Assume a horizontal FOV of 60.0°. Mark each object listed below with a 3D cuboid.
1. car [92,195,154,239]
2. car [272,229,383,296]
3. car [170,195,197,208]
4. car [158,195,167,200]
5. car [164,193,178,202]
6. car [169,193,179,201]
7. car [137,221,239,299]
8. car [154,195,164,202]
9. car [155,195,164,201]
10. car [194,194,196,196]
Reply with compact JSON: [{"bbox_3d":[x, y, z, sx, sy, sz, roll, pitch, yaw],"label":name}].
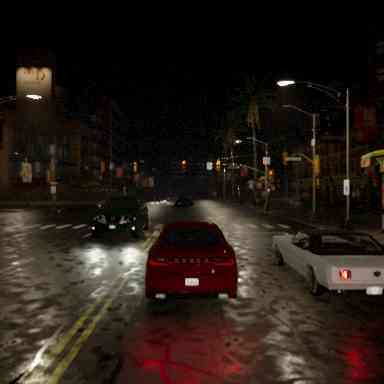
[{"bbox_3d":[-3.582,1.212,17.736,2.150,2.045,5.566,0,0,0],"label":"car"},{"bbox_3d":[3.488,1.596,8.579,1.895,1.301,4.718,0,0,0],"label":"car"},{"bbox_3d":[-1.189,1.539,48.123,1.994,1.385,4.181,0,0,15],"label":"car"},{"bbox_3d":[-7.946,1.478,91.128,2.128,1.511,4.902,0,0,-1],"label":"car"},{"bbox_3d":[-4.236,1.318,71.259,2.097,1.767,4.553,0,0,-1],"label":"car"},{"bbox_3d":[-4.334,1.183,80.599,2.150,2.045,5.566,0,0,-1],"label":"car"},{"bbox_3d":[-0.014,1.473,8.487,1.882,1.535,5.008,0,0,0],"label":"car"},{"bbox_3d":[-7.739,1.503,71.518,2.033,1.411,5.357,0,0,-1],"label":"car"},{"bbox_3d":[-7.838,1.482,81.013,1.812,1.442,4.674,0,0,-1],"label":"car"},{"bbox_3d":[-0.847,1.483,81.916,2.128,1.511,4.902,0,0,-1],"label":"car"}]
